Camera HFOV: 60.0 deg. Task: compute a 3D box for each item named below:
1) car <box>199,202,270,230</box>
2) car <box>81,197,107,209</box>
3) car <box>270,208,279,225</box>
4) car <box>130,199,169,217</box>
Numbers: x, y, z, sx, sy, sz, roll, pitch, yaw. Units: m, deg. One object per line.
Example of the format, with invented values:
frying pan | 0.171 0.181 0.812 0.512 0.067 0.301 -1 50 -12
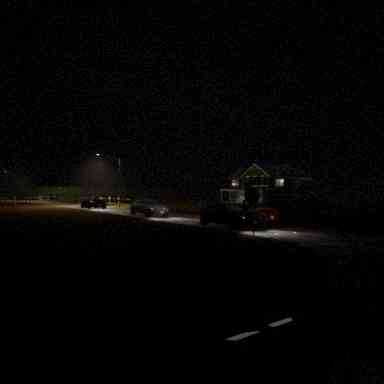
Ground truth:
car | 2.226 1.409 20.389 1.812 1.442 4.674 2 -1 -35
car | -11.830 1.347 40.017 1.994 1.385 4.181 2 -1 -36
car | 3.684 1.422 22.906 1.882 1.535 5.008 1 0 -33
car | -3.792 1.349 28.818 1.812 1.442 4.674 2 -1 -36
